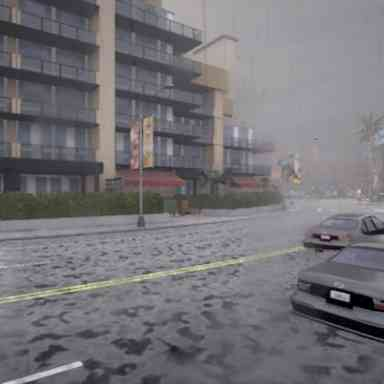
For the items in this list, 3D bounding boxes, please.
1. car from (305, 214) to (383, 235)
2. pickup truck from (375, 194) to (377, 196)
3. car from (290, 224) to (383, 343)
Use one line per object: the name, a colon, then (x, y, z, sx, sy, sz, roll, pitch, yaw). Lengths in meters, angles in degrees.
car: (6.290, 1.563, 12.831, 5.357, 1.411, 2.033, 0, 0, -43)
pickup truck: (46.655, 1.185, 81.212, 6.274, 2.098, 2.390, 0, 0, -36)
car: (4.097, 1.556, 6.393, 5.357, 1.411, 2.033, 0, 0, -39)
